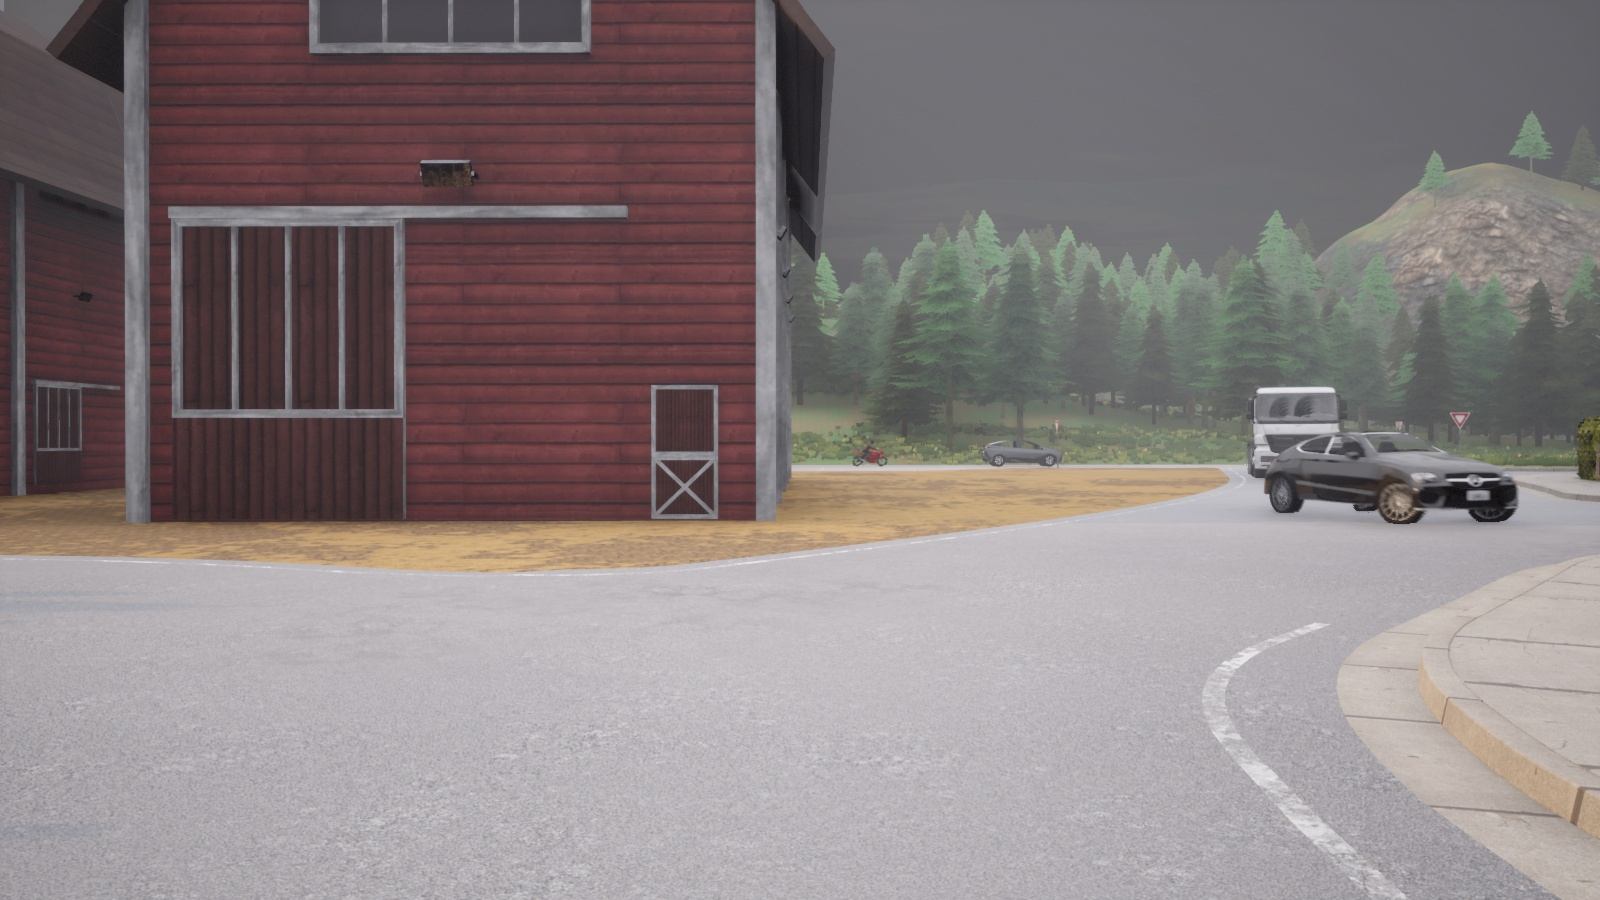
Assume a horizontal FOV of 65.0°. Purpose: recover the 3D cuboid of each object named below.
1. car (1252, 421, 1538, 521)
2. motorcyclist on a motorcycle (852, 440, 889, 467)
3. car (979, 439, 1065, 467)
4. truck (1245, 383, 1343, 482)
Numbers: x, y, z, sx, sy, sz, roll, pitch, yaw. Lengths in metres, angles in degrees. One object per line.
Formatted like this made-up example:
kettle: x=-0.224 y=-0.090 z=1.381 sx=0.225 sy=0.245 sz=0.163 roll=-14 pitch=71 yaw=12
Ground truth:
car: x=10.915 y=0.318 z=23.557 sx=2.152 sy=1.651 sz=5.027 roll=0 pitch=1 yaw=-14
motorcyclist on a motorcycle: x=4.002 y=0.193 z=71.362 sx=2.044 sy=1.523 sz=0.797 roll=0 pitch=0 yaw=1
car: x=12.559 y=0.166 z=71.234 sx=4.514 sy=1.525 sz=2.007 roll=0 pitch=0 yaw=1
truck: x=18.806 y=-0.668 z=48.251 sx=2.891 sy=3.462 sz=7.936 roll=0 pitch=1 yaw=17
